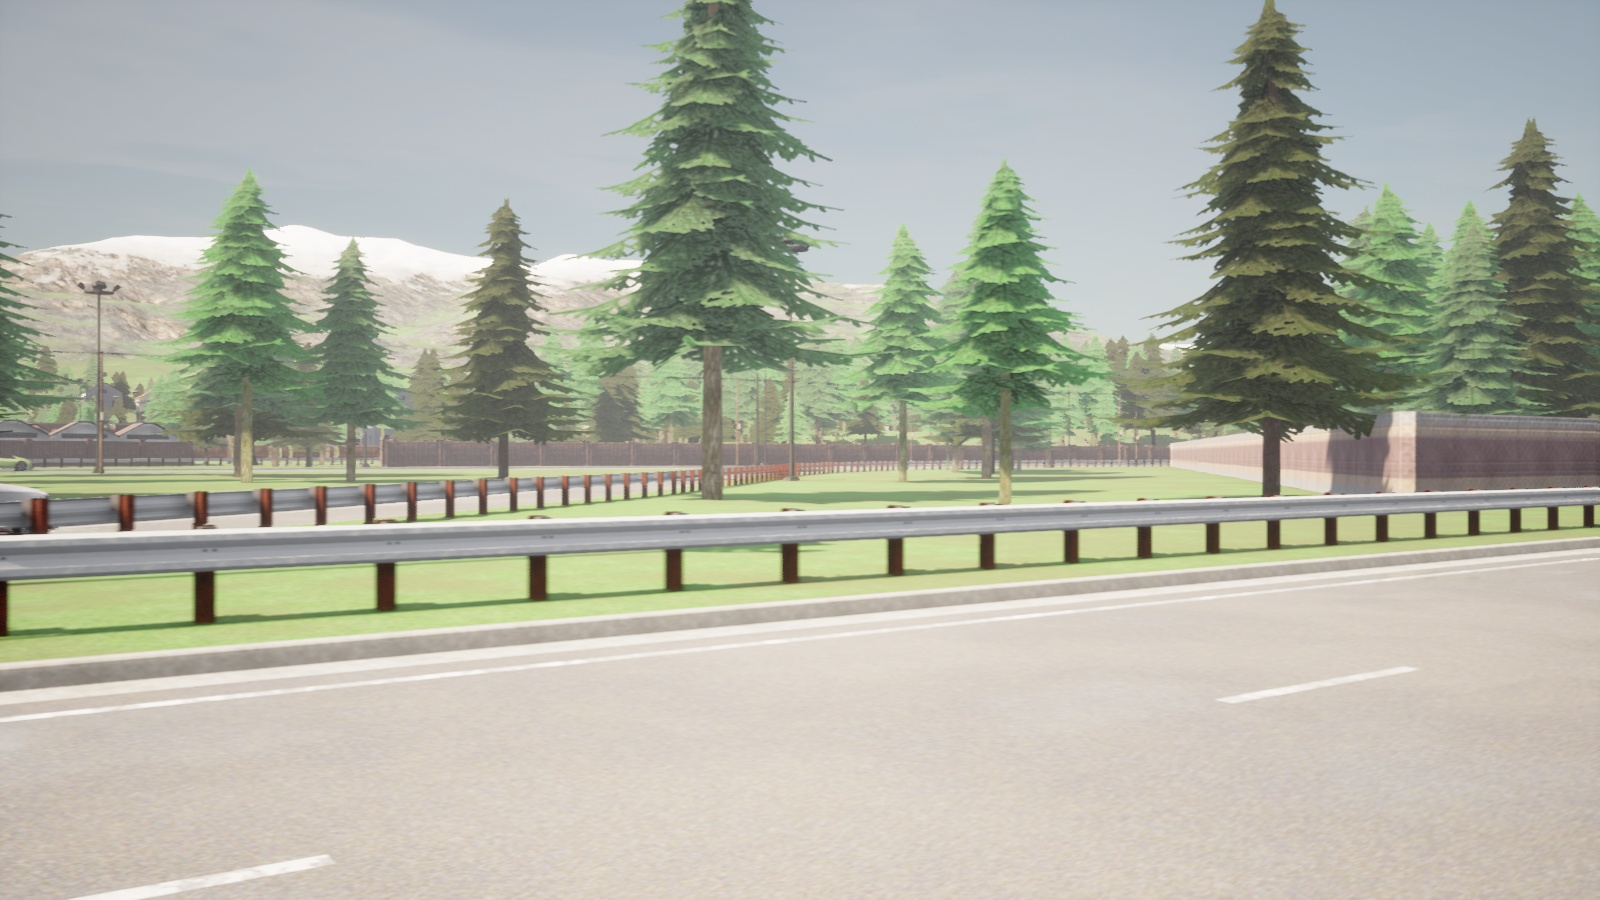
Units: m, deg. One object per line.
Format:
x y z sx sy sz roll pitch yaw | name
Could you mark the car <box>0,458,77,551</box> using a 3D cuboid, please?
-13.511 0.845 18.776 1.812 1.442 4.674 0 0 18 | car
